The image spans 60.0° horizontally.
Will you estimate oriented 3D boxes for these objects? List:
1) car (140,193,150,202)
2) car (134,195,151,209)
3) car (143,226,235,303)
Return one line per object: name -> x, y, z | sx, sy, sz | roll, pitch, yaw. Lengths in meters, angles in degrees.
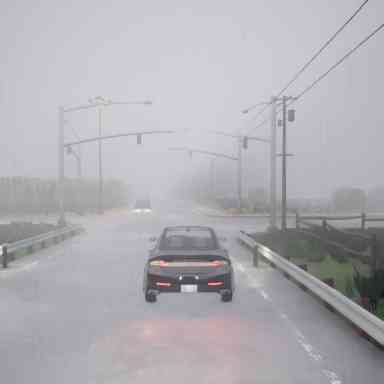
car -> -8.731, 1.074, 62.122 | 1.837, 1.490, 4.892 | 0, 1, -7
car -> -6.391, 1.465, 43.431 | 1.994, 1.385, 4.181 | 0, 1, -7
car -> -0.095, 1.613, 8.487 | 2.128, 1.511, 4.902 | 0, -2, -1
